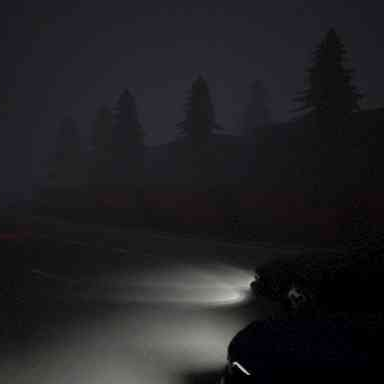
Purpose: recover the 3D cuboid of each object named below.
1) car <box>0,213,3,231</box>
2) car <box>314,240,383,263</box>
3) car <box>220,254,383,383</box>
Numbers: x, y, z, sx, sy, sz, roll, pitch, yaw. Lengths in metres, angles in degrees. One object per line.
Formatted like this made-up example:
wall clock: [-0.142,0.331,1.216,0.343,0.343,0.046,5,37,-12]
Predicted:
car: [-11.667,1.314,17.756,4.674,1.442,1.812,1,1,43]
car: [3.754,1.547,5.614,5.357,1.411,2.033,1,0,36]
car: [2.431,1.534,2.257,4.674,1.442,1.812,1,0,36]
